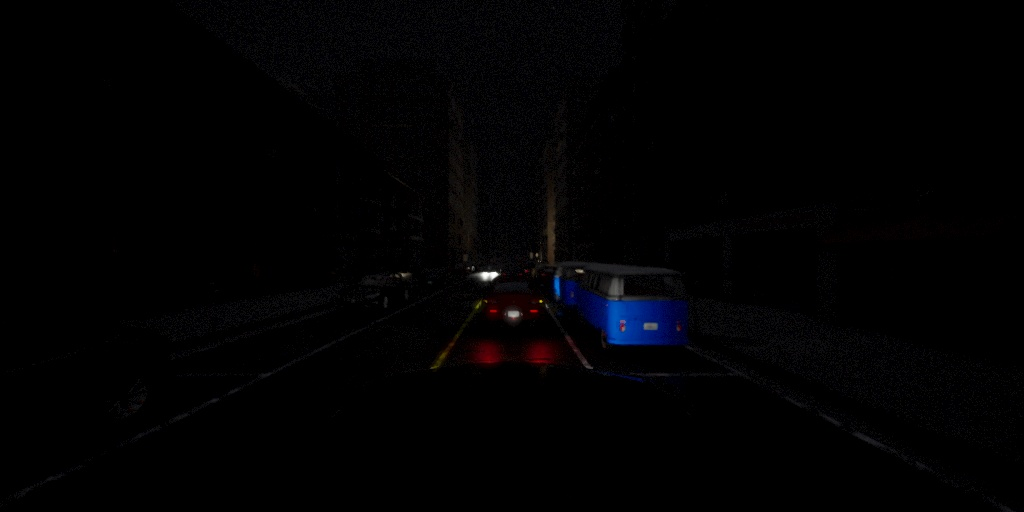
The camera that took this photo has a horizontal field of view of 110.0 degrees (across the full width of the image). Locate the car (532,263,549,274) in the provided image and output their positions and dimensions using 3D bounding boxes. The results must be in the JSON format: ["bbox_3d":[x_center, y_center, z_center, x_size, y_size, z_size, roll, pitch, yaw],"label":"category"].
[{"bbox_3d":[2.633,1.379,25.712,1.802,1.307,4.207,0,0,0],"label":"car"}]

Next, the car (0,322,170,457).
[{"bbox_3d":[-5.387,1.319,2.981,1.948,1.339,4.313,0,0,0],"label":"car"}]

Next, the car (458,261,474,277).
[{"bbox_3d":[-5.394,1.365,37.075,1.888,1.381,4.507,0,0,0],"label":"car"}]

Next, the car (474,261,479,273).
[{"bbox_3d":[-5.396,1.381,42.757,2.007,1.370,4.403,0,0,0],"label":"car"}]

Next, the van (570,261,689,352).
[{"bbox_3d":[2.636,1.105,8.665,1.690,1.789,3.998,0,0,0],"label":"van"}]

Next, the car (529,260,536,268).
[{"bbox_3d":[2.632,1.334,31.565,1.751,1.417,4.829,0,0,0],"label":"car"}]

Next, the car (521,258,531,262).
[{"bbox_3d":[2.739,1.380,55.483,1.812,1.442,4.674,0,0,0],"label":"car"}]

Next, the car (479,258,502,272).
[{"bbox_3d":[-2.846,1.330,47.463,2.128,1.511,4.902,0,0,0],"label":"car"}]

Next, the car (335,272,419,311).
[{"bbox_3d":[-5.390,1.326,14.346,2.007,1.370,4.403,0,0,0],"label":"car"}]

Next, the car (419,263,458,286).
[{"bbox_3d":[-5.392,1.364,25.710,1.948,1.339,4.313,0,0,0],"label":"car"}]

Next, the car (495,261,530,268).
[{"bbox_3d":[0.062,1.348,27.095,2.033,1.411,5.357,0,0,0],"label":"car"}]

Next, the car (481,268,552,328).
[{"bbox_3d":[0.058,1.295,11.352,1.812,1.442,4.674,0,0,0],"label":"car"}]

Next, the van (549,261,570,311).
[{"bbox_3d":[2.635,1.116,14.348,1.690,1.789,3.998,0,0,0],"label":"van"}]
